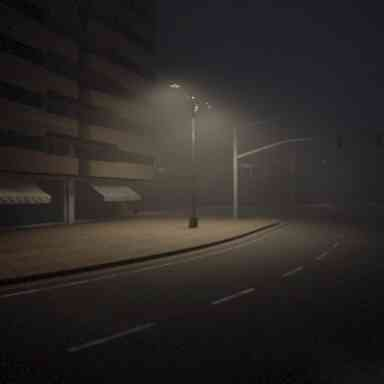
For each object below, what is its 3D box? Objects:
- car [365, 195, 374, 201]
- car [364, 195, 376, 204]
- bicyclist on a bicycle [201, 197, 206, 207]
[{"bbox_3d":[44.027,1.384,82.563,1.812,1.442,4.674,0,0,28],"label":"car"},{"bbox_3d":[36.853,1.757,68.893,1.994,1.385,4.181,0,0,28],"label":"car"},{"bbox_3d":[1.827,1.623,53.319,0.582,1.620,1.656,0,0,27],"label":"bicyclist on a bicycle"}]
